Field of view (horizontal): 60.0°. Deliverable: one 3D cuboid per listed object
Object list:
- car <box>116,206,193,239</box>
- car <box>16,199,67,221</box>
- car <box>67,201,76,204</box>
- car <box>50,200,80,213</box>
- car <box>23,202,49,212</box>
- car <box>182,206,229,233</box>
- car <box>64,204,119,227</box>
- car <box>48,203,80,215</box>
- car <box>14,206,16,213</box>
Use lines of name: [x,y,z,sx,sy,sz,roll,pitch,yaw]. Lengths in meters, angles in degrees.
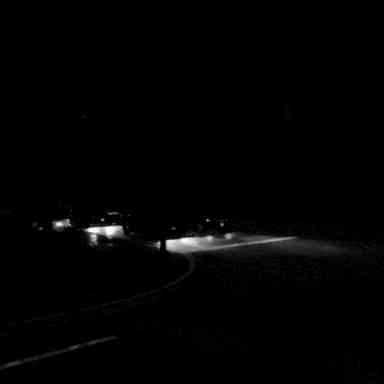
car: [-2.166,1.683,18.309,1.994,1.385,4.181,0,-1,-39]
car: [-14.708,1.670,32.317,5.566,2.045,2.150,-2,-1,44]
car: [-13.367,1.969,35.855,5.008,1.535,1.882,-2,-1,43]
car: [-19.243,2.143,50.294,4.553,1.767,2.097,-1,-1,37]
car: [-25.914,2.473,55.103,4.674,1.442,1.812,-1,-1,34]
car: [0.196,1.630,20.954,2.128,1.511,4.902,0,-1,-39]
car: [-7.547,1.802,24.763,1.994,1.385,4.181,0,-1,-41]
car: [-17.042,2.174,44.056,4.892,1.490,1.837,-2,-1,40]
car: [-25.237,2.378,50.418,4.892,1.490,1.837,-1,-1,35]
